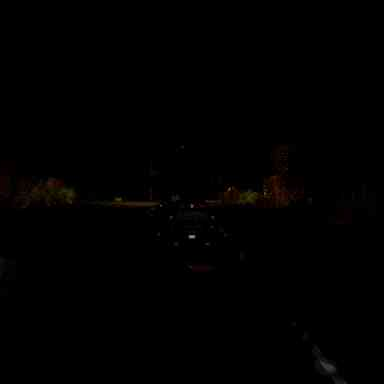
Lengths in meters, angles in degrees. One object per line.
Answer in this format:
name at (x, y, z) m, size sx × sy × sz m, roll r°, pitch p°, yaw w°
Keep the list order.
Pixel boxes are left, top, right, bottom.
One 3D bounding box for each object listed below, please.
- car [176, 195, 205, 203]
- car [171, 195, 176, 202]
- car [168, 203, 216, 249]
car at (0.000, 1.267, 29.682) m, size 2.150 × 2.045 × 5.566 m, roll 0°, pitch 0°, yaw 0°
car at (-3.760, 1.486, 75.946) m, size 1.882 × 1.535 × 5.008 m, roll 0°, pitch 0°, yaw -3°
car at (0.000, 1.487, 14.651) m, size 1.882 × 1.535 × 5.008 m, roll 0°, pitch 0°, yaw 0°
